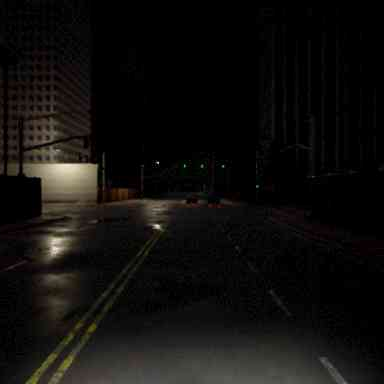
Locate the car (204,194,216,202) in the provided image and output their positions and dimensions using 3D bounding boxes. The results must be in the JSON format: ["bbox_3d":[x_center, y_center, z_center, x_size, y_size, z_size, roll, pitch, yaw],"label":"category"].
[{"bbox_3d":[3.507,1.135,64.651,2.128,1.511,4.902,0,0,0],"label":"car"}]

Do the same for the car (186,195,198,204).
[{"bbox_3d":[0.006,1.300,54.619,1.895,1.301,4.718,0,0,0],"label":"car"}]

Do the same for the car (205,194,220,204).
[{"bbox_3d":[3.506,1.179,54.171,1.882,1.535,5.008,0,0,0],"label":"car"}]

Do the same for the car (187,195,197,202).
[{"bbox_3d":[0.007,1.207,64.652,1.994,1.385,4.181,0,0,0],"label":"car"}]
